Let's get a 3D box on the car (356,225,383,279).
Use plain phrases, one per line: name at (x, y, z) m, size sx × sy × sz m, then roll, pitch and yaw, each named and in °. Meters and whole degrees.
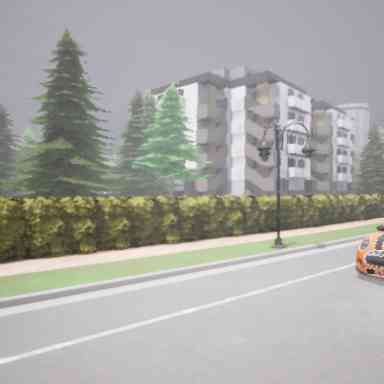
car at (6.405, 1.344, 9.109) m, size 4.553 × 1.767 × 2.097 m, roll 0°, pitch 0°, yaw -39°
